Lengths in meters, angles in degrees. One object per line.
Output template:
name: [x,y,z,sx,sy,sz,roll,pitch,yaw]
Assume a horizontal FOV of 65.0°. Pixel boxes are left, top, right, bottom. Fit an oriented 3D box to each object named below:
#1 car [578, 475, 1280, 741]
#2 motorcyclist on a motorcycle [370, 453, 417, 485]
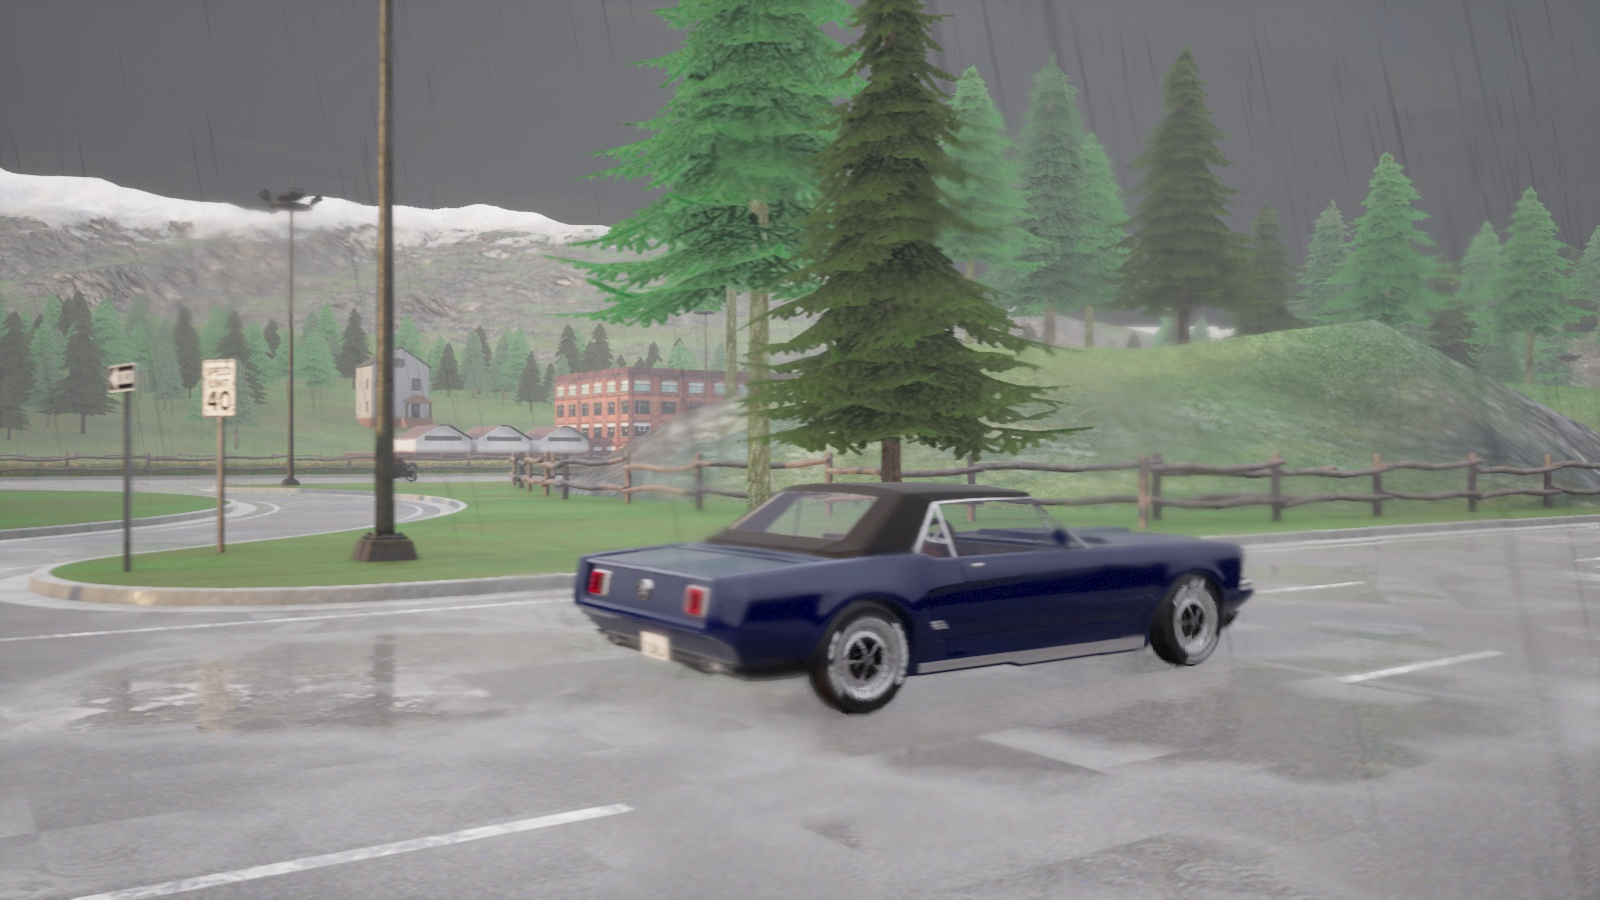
car: [1.048,0.865,8.652,4.718,1.301,1.895,0,0,-35]
motorcyclist on a motorcycle: [-19.988,0.923,61.809,2.044,1.523,0.797,0,0,-36]
